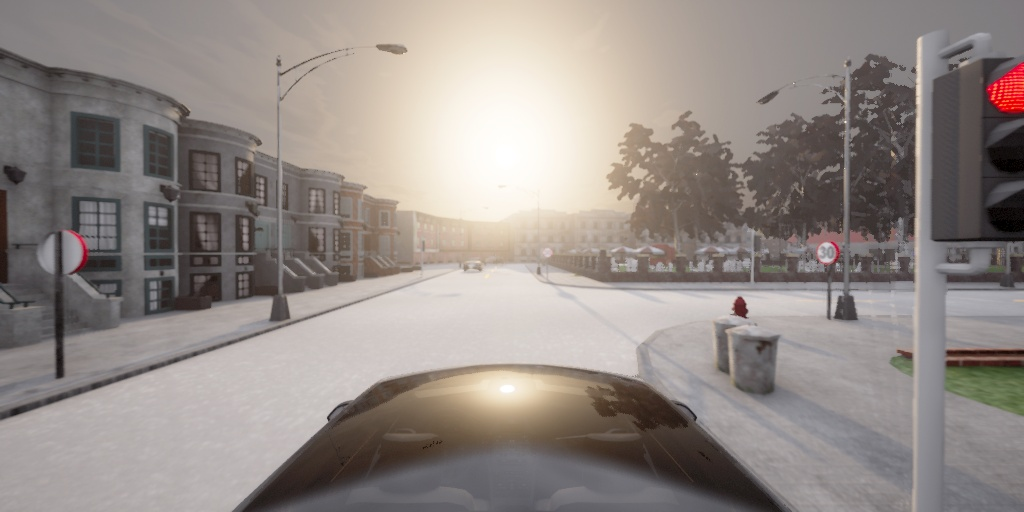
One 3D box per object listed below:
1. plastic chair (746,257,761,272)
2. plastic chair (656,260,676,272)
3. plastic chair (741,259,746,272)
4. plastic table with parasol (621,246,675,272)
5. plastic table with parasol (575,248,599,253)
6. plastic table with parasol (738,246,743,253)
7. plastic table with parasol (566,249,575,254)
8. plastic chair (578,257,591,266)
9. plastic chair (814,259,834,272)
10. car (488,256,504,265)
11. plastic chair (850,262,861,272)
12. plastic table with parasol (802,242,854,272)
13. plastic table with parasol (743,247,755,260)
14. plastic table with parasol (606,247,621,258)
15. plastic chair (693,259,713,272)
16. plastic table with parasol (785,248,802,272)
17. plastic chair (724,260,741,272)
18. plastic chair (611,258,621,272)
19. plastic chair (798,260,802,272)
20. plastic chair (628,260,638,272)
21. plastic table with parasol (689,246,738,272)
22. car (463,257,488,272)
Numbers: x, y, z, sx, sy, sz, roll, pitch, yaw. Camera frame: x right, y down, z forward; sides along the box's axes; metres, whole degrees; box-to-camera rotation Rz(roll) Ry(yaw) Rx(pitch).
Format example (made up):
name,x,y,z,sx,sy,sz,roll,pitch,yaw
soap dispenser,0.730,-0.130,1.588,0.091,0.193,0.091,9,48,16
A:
name,x,y,z,sx,sy,sz,roll,pitch,yaw
plastic chair,22.892,0.973,33.812,0.750,1.272,0.730,0,0,-34
plastic chair,10.964,1.105,25.571,0.750,1.272,0.730,0,0,-35
plastic chair,19.144,1.021,30.583,0.750,1.272,0.730,0,0,-35
plastic table with parasol,10.062,0.492,26.544,2.482,2.480,2.482,0,0,-40
plastic table with parasol,10.009,0.205,45.122,2.482,2.480,2.482,0,0,-38
plastic table with parasol,18.256,0.380,31.534,2.482,2.480,2.482,0,0,-42
plastic table with parasol,9.211,0.234,52.818,2.482,2.480,2.482,0,0,0
plastic chair,9.024,0.851,44.397,0.730,1.272,0.750,0,0,-40
plastic chair,22.708,1.050,26.085,0.730,1.272,0.750,0,0,-39
car,-2.997,0.675,59.666,2.128,1.511,4.902,0,0,27
plastic chair,24.634,1.079,25.867,0.750,1.272,0.730,0,0,-35
plastic table with parasol,23.733,0.438,26.840,2.482,2.480,2.482,0,0,-40
plastic table with parasol,22.048,0.296,34.803,2.482,2.480,2.482,0,0,-39
plastic table with parasol,9.620,0.412,31.034,2.482,2.480,2.482,0,0,-40
plastic chair,14.261,1.075,26.802,0.730,1.272,0.750,0,0,-40
plastic table with parasol,26.469,0.396,32.161,2.482,2.480,2.482,0,0,-40
plastic chair,16.193,1.065,26.573,0.750,1.272,0.730,0,0,-35
plastic chair,8.589,1.020,30.289,0.730,1.272,0.750,0,0,-40
plastic chair,22.995,1.014,27.859,0.750,1.272,0.730,0,0,-40
plastic chair,9.031,1.103,25.800,0.730,1.272,0.750,0,0,-40
plastic table with parasol,15.291,0.451,27.546,2.482,2.480,2.482,0,0,-40
car,-4.132,0.877,38.798,2.128,1.511,4.902,0,1,0
